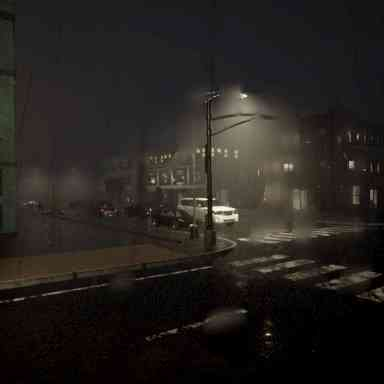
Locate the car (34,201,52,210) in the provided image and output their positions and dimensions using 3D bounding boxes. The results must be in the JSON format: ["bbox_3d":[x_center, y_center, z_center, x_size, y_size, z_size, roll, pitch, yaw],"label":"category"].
[{"bbox_3d":[-25.231,2.232,56.950,1.752,1.417,4.829,-1,0,-36],"label":"car"}]

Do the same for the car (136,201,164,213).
[{"bbox_3d":[-5.636,1.966,43.952,1.802,1.307,4.206,-2,0,-36],"label":"car"}]

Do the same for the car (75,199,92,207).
[{"bbox_3d":[-21.733,2.227,66.466,1.887,1.381,4.507,-1,0,-36],"label":"car"}]

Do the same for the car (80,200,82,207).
[{"bbox_3d":[-18.519,1.939,61.963,2.192,1.841,5.009,-1,0,-36],"label":"car"}]

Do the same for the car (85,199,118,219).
[{"bbox_3d":[-9.237,1.846,34.574,1.967,1.590,4.097,-1,0,-36],"label":"car"}]

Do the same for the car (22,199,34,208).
[{"bbox_3d":[-31.768,2.375,66.094,2.008,1.369,4.403,-1,0,-36],"label":"car"}]

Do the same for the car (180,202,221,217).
[{"bbox_3d":[0.801,1.809,34.947,2.008,1.369,4.403,-2,0,-36],"label":"car"}]

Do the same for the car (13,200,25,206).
[{"bbox_3d":[-41.425,2.547,79.603,2.008,1.369,4.403,-1,0,-36],"label":"car"}]

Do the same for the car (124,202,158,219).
[{"bbox_3d":[-4.995,1.886,33.112,2.033,1.411,5.357,-1,0,-36],"label":"car"}]

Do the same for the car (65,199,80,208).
[{"bbox_3d":[-21.454,2.229,61.637,1.994,1.385,4.181,-1,0,-36],"label":"car"}]

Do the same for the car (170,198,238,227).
[{"bbox_3d":[0.956,1.442,24.784,2.150,2.045,5.566,-1,0,-35],"label":"car"}]

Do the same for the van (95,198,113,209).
[{"bbox_3d":[-15.299,1.906,57.460,1.690,1.788,3.998,-1,0,-36],"label":"van"}]

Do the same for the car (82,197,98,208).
[{"bbox_3d":[-15.393,2.032,53.157,1.882,1.535,5.008,-1,0,-35],"label":"car"}]

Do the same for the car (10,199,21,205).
[{"bbox_3d":[-44.644,2.597,84.104,1.887,1.381,4.507,-1,0,-36],"label":"car"}]

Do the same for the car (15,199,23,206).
[{"bbox_3d":[-38.208,2.379,75.099,1.967,1.590,4.097,-1,0,-36],"label":"car"}]

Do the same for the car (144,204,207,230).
[{"bbox_3d":[-1.262,1.814,23.215,1.947,1.339,4.313,-2,0,-36],"label":"car"}]
